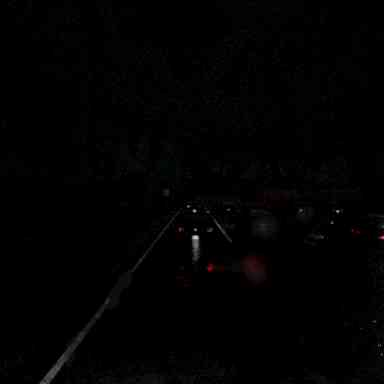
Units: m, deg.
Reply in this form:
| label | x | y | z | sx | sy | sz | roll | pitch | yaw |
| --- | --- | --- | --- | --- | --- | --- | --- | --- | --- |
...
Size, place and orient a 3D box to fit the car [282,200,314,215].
| label | x | y | z | sx | sy | sz | roll | pitch | yaw |
| --- | --- | --- | --- | --- | --- | --- | --- | --- | --- |
| car | 10.746 | 1.613 | 34.922 | 1.837 | 1.490 | 4.892 | 0 | 0 | 0 |

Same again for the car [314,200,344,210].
| label | x | y | z | sx | sy | sz | roll | pitch | yaw |
| --- | --- | --- | --- | --- | --- | --- | --- | --- | --- |
| car | 14.246 | 1.616 | 34.906 | 1.837 | 1.490 | 4.892 | 0 | 0 | 0 |

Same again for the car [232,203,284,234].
| label | x | y | z | sx | sy | sz | roll | pitch | yaw |
| --- | --- | --- | --- | --- | --- | --- | --- | --- | --- |
| car | 3.668 | 1.582 | 19.334 | 1.812 | 1.442 | 4.674 | 0 | 0 | 0 |

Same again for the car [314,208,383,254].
| label | x | y | z | sx | sy | sz | roll | pitch | yaw |
| --- | --- | --- | --- | --- | --- | --- | --- | --- | --- |
| car | 7.154 | 1.593 | 13.726 | 2.033 | 1.411 | 5.357 | 0 | 0 | 0 |

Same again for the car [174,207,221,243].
| label | x | y | z | sx | sy | sz | roll | pitch | yaw |
| --- | --- | --- | --- | --- | --- | --- | --- | --- | --- |
| car | 0.165 | 1.646 | 16.389 | 1.895 | 1.301 | 4.718 | 0 | 0 | 0 |

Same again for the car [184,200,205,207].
| label | x | y | z | sx | sy | sz | roll | pitch | yaw |
| --- | --- | --- | --- | --- | --- | --- | --- | --- | --- |
| car | 0.246 | 1.602 | 34.932 | 1.837 | 1.490 | 4.892 | 0 | 0 | 0 |

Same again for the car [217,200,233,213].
| label | x | y | z | sx | sy | sz | roll | pitch | yaw |
| --- | --- | --- | --- | --- | --- | --- | --- | --- | --- |
| car | 3.743 | 1.628 | 35.952 | 1.812 | 1.442 | 4.674 | 0 | 0 | 0 |

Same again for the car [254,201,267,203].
| label | x | y | z | sx | sy | sz | roll | pitch | yaw |
| --- | --- | --- | --- | --- | --- | --- | --- | --- | --- |
| car | 7.249 | 1.669 | 35.586 | 1.994 | 1.385 | 4.181 | 0 | 0 | 0 |
